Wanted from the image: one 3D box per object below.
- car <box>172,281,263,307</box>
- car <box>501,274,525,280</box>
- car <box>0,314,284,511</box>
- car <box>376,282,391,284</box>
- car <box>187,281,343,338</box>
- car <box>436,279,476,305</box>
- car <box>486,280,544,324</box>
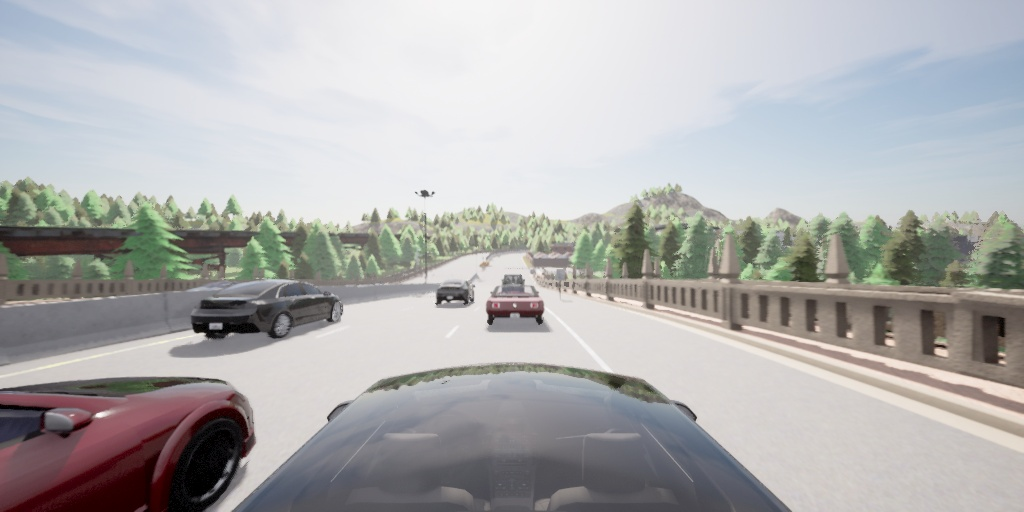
[{"bbox_3d":[-17.537,2.220,21.703,1.994,1.385,4.181,0,-4,1],"label":"car"},{"bbox_3d":[0.102,2.811,35.310,2.150,2.045,5.566,0,-4,0],"label":"car"},{"bbox_3d":[-3.400,1.317,1.645,1.994,1.385,4.181,0,0,0],"label":"car"},{"bbox_3d":[-13.997,3.452,38.337,1.895,1.301,4.718,0,-4,0],"label":"car"},{"bbox_3d":[-6.899,1.478,10.780,1.837,1.490,4.892,0,-2,0],"label":"car"},{"bbox_3d":[-3.399,2.186,22.099,1.837,1.490,4.892,0,-4,0],"label":"car"},{"bbox_3d":[0.101,1.717,13.552,1.895,1.301,4.718,0,-3,0],"label":"car"}]
